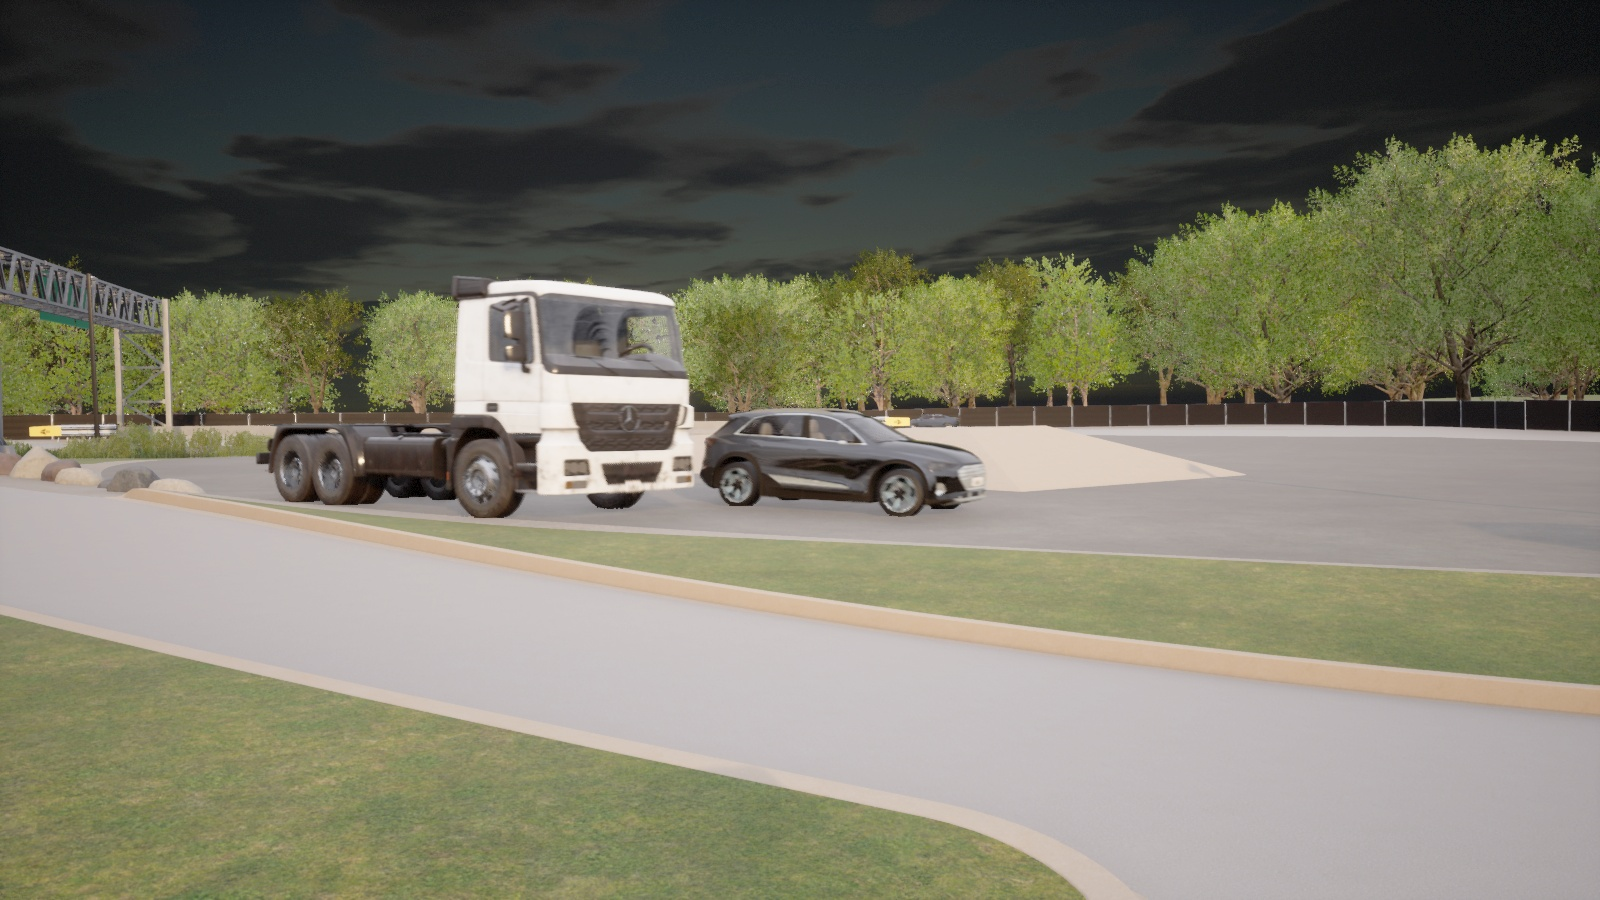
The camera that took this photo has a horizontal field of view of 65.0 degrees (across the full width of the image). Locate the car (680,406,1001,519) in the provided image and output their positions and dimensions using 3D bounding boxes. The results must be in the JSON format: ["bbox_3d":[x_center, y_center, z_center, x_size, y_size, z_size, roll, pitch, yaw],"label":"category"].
[{"bbox_3d":[0.636,0.122,20.570,4.856,1.649,2.033,1,3,29],"label":"car"}]

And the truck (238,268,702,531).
[{"bbox_3d":[-5.515,-0.695,20.103,7.936,3.462,2.891,0,2,38],"label":"truck"}]
